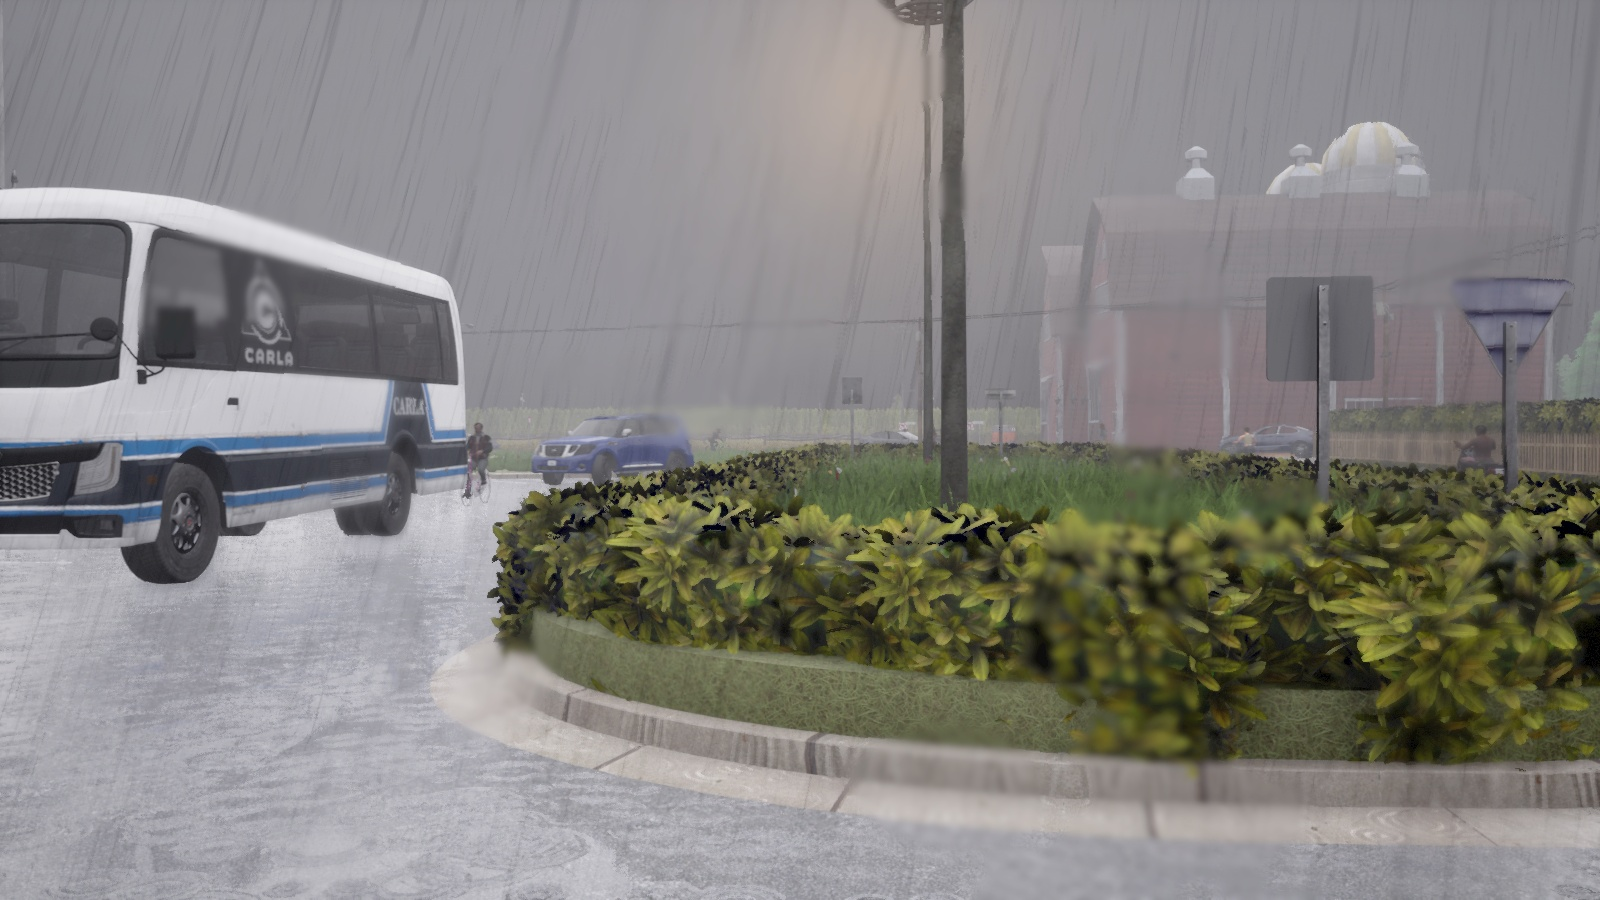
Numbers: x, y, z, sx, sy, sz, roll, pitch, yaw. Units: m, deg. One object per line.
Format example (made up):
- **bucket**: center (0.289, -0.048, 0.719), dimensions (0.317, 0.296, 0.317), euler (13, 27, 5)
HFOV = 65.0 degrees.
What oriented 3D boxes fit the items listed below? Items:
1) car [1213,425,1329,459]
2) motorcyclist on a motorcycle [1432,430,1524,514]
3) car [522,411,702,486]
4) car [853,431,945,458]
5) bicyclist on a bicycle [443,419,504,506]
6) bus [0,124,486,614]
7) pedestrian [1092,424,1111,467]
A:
- **car**: center (23.385, -0.406, 62.391), dimensions (5.027, 1.651, 2.152), euler (1, 1, 32)
- **motorcyclist on a motorcycle**: center (13.959, 0.413, 25.922), dimensions (0.766, 1.649, 2.350), euler (0, 1, 5)
- **car**: center (-5.411, -0.067, 37.022), dimensions (2.150, 2.045, 5.566), euler (0, 1, 32)
- **car**: center (5.658, -0.331, 71.915), dimensions (4.792, 1.488, 2.163), euler (1, 1, 31)
- **bicyclist on a bicycle**: center (-6.864, 0.247, 26.475), dimensions (0.659, 1.776, 1.843), euler (0, 1, 5)
- **bus**: center (-7.647, -0.838, 16.176), dimensions (3.944, 4.253, 10.273), euler (0, 2, 4)
- **pedestrian**: center (12.888, -0.199, 53.637), dimensions (0.694, 1.848, 0.540), euler (1, 1, 23)
